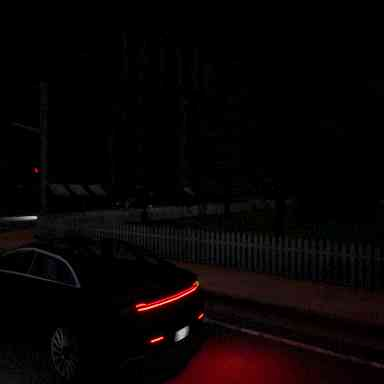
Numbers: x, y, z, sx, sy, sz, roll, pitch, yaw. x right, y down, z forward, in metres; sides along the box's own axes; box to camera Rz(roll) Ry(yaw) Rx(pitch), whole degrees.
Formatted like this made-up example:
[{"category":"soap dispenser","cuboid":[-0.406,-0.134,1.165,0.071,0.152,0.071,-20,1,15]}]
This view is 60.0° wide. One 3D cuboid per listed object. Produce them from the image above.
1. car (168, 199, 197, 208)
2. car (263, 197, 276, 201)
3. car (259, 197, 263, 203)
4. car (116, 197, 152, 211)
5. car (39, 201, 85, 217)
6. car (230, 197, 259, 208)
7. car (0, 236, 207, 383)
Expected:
[{"category":"car","cuboid":[-1.357,1.601,48.083,1.895,1.301,4.718,0,0,34]},{"category":"car","cuboid":[15.256,1.547,59.860,2.033,1.411,5.357,0,0,34]},{"category":"car","cuboid":[12.378,1.601,61.847,1.895,1.301,4.718,0,0,34]},{"category":"car","cuboid":[-6.918,1.352,39.863,2.097,1.767,4.553,0,0,34]},{"category":"car","cuboid":[-12.336,1.564,31.841,1.994,1.385,4.181,0,0,34]},{"category":"car","cuboid":[7.227,1.548,47.965,2.033,1.411,5.357,0,0,35]},{"category":"car","cuboid":[-2.084,1.491,5.429,4.902,1.511,2.128,0,0,36]}]
